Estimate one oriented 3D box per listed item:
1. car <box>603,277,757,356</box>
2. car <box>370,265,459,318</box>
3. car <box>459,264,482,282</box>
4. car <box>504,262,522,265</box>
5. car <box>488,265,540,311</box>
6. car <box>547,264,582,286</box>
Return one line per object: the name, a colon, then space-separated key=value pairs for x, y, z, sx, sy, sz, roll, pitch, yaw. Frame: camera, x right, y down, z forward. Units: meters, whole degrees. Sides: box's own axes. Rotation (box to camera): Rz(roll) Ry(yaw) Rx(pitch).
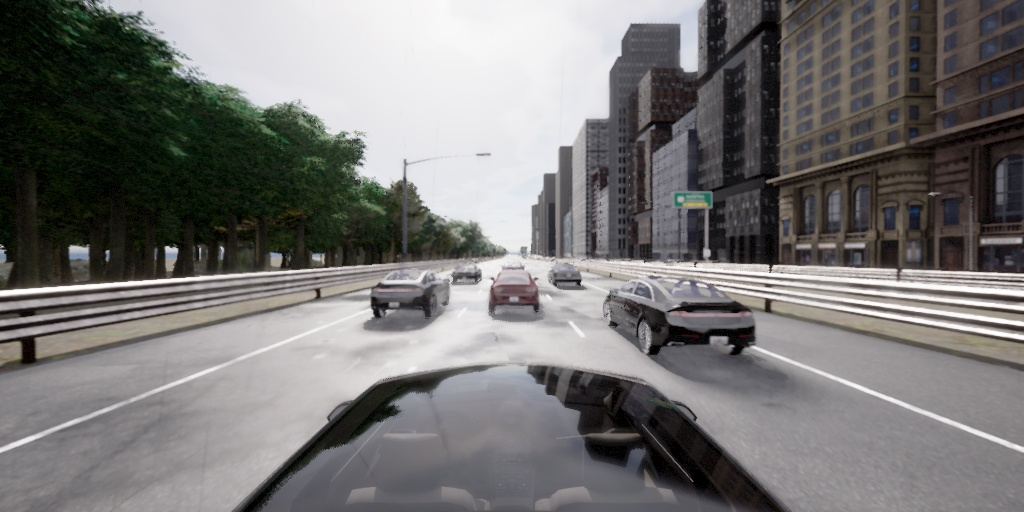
car: x=3.560 y=1.229 z=8.563 sx=2.128 sy=1.511 sz=4.902 roll=0 pitch=0 yaw=0
car: x=-3.418 y=1.218 z=12.802 sx=2.128 sy=1.511 sz=4.902 roll=0 pitch=0 yaw=0
car: x=-3.414 y=1.307 z=28.061 sx=1.895 sy=1.301 sz=4.718 roll=0 pitch=0 yaw=0
car: x=0.091 y=1.196 z=29.607 sx=2.128 sy=1.511 sz=4.902 roll=0 pitch=0 yaw=0
car: x=0.084 y=1.253 z=14.136 sx=1.812 sy=1.442 sz=4.674 roll=0 pitch=0 yaw=0
car: x=3.569 y=1.259 z=24.839 sx=2.033 sy=1.411 sz=5.357 roll=0 pitch=0 yaw=0
